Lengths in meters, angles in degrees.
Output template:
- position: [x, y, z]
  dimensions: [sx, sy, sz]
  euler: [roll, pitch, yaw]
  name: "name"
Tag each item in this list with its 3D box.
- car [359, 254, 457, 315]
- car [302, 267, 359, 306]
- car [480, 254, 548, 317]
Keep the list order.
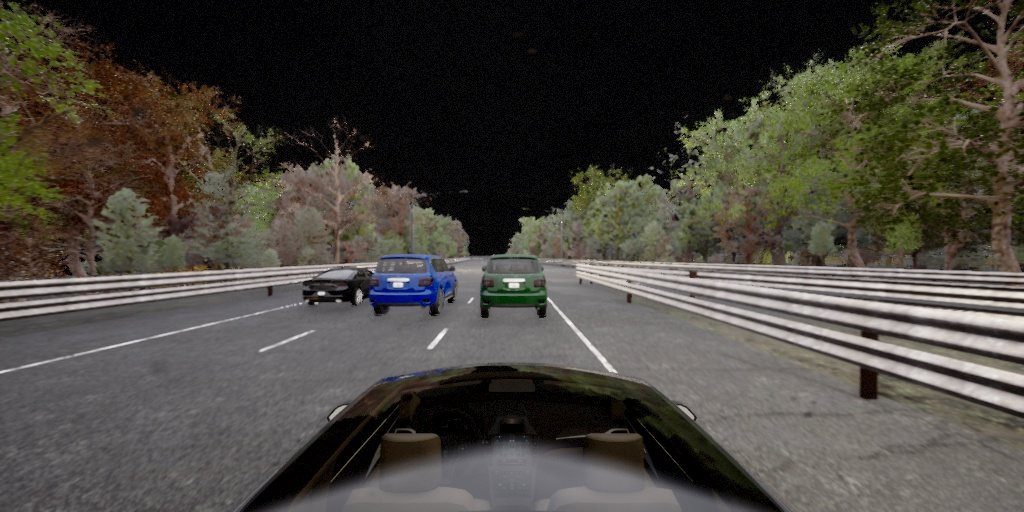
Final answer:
- position: [-3.466, 0.957, 13.533]
  dimensions: [2.150, 2.045, 5.566]
  euler: [0, 0, 0]
  name: "car"
- position: [-6.987, 1.212, 15.575]
  dimensions: [1.882, 1.535, 5.008]
  euler: [0, 0, -1]
  name: "car"
- position: [0.037, 0.956, 13.270]
  dimensions: [2.150, 2.045, 5.566]
  euler: [0, 0, 0]
  name: "car"
